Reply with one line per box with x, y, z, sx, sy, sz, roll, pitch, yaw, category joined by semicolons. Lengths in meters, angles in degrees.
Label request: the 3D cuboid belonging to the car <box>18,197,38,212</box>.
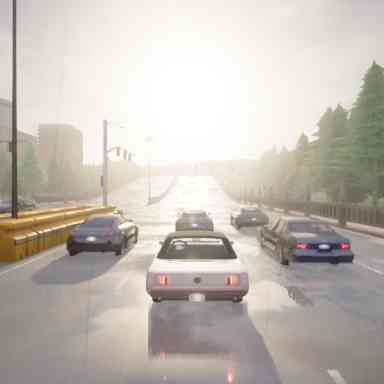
-13.967;1.217;26.482;1.837;1.490;4.892;0;0;0;car

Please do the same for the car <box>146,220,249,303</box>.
0.109;1.601;8.169;1.895;1.301;4.718;0;0;0;car

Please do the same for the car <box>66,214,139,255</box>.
-3.391;1.564;13.310;1.994;1.385;4.181;0;0;1;car

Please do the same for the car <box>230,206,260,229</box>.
3.626;1.564;21.386;1.994;1.385;4.181;0;0;0;car

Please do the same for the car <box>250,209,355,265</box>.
3.615;1.547;11.629;2.033;1.411;5.357;0;0;0;car

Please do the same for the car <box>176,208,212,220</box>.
0.124;1.564;18.019;1.994;1.385;4.181;0;0;0;car
